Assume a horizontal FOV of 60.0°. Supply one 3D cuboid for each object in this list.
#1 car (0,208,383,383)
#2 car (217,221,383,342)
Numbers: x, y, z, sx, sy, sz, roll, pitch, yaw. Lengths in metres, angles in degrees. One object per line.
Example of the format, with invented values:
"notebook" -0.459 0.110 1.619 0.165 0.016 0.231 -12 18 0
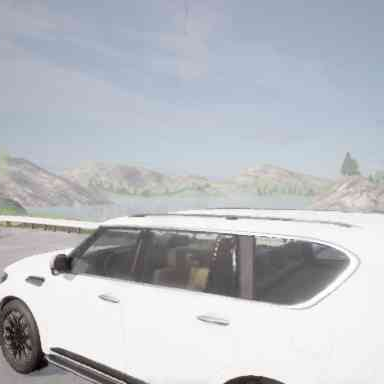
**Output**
"car" -0.109 1.219 3.963 5.566 2.045 2.150 0 0 34
"car" 3.084 1.478 5.976 5.008 1.535 1.882 0 0 35
